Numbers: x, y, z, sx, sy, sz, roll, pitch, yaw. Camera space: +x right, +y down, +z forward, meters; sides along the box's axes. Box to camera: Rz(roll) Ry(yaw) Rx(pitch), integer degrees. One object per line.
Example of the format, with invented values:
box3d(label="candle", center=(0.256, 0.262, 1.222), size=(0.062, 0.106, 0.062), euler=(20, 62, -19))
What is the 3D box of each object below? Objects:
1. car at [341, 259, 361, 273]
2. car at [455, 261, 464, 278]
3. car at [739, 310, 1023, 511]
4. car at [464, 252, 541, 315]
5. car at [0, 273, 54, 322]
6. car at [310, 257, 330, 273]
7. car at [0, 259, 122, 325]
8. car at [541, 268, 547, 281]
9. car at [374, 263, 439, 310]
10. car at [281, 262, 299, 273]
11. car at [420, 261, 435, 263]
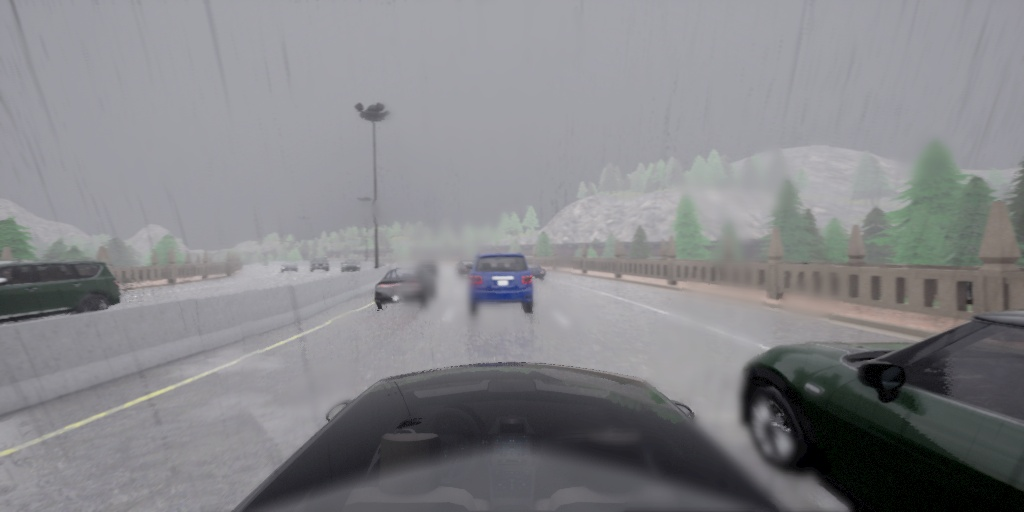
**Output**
box3d(label="car", center=(-20.464, 1.191, 45.482), size=(2.097, 1.767, 4.553), euler=(-1, 0, -26))
box3d(label="car", center=(-3.775, 1.138, 31.488), size=(1.812, 1.442, 4.674), euler=(-1, 0, -15))
box3d(label="car", center=(3.306, 1.052, 1.809), size=(2.097, 1.767, 4.553), euler=(-1, 0, 2))
box3d(label="car", center=(-0.499, 0.897, 13.541), size=(2.150, 2.045, 5.566), euler=(-1, 0, -5))
box3d(label="car", center=(-18.022, 1.447, 10.959), size=(1.882, 1.535, 5.008), euler=(-1, 0, -5))
box3d(label="car", center=(-26.506, 1.159, 49.441), size=(2.150, 2.045, 5.566), euler=(-1, 0, -30))
box3d(label="car", center=(-14.423, 1.138, 10.006), size=(2.150, 2.045, 5.566), euler=(-1, 0, -5))
box3d(label="car", center=(1.046, 1.163, 26.679), size=(1.895, 1.301, 4.718), euler=(-1, 0, -12))
box3d(label="car", center=(-4.148, 1.218, 14.588), size=(2.128, 1.511, 4.902), euler=(-1, 0, -6))
box3d(label="car", center=(-30.479, 1.549, 49.218), size=(1.812, 1.442, 4.674), euler=(-1, 0, -31))
box3d(label="car", center=(-7.652, 1.182, 32.468), size=(1.837, 1.490, 4.892), euler=(-1, 0, -16))
